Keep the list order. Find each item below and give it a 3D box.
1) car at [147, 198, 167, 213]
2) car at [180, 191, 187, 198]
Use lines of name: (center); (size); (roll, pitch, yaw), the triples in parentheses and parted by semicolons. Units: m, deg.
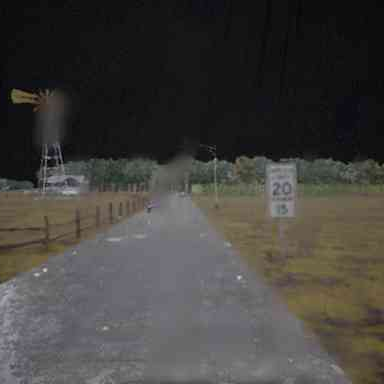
car: (-3.665, 1.399, 35.738); (2.033, 1.411, 5.357); (-1, 1, -2)
car: (-2.453, 0.775, 91.871); (2.033, 1.411, 5.357); (-1, 1, -2)
